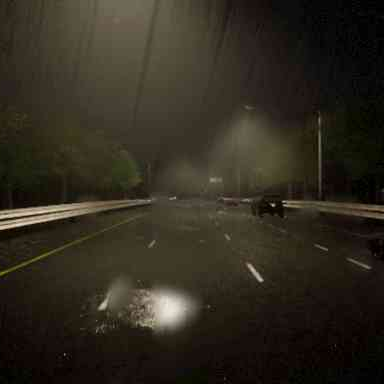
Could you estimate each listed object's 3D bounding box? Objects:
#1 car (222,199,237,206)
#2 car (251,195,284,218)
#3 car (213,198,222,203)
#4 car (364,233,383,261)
[{"bbox_3d":[7.217,1.930,61.786,2.033,1.411,5.357,0,-1,0],"label":"car"},{"bbox_3d":[7.059,1.298,31.480,2.150,2.045,5.566,0,0,0],"label":"car"},{"bbox_3d":[7.446,2.287,88.933,2.033,1.411,5.357,0,-1,1],"label":"car"},{"bbox_3d":[7.009,1.552,9.329,2.033,1.411,5.357,0,0,0],"label":"car"}]
